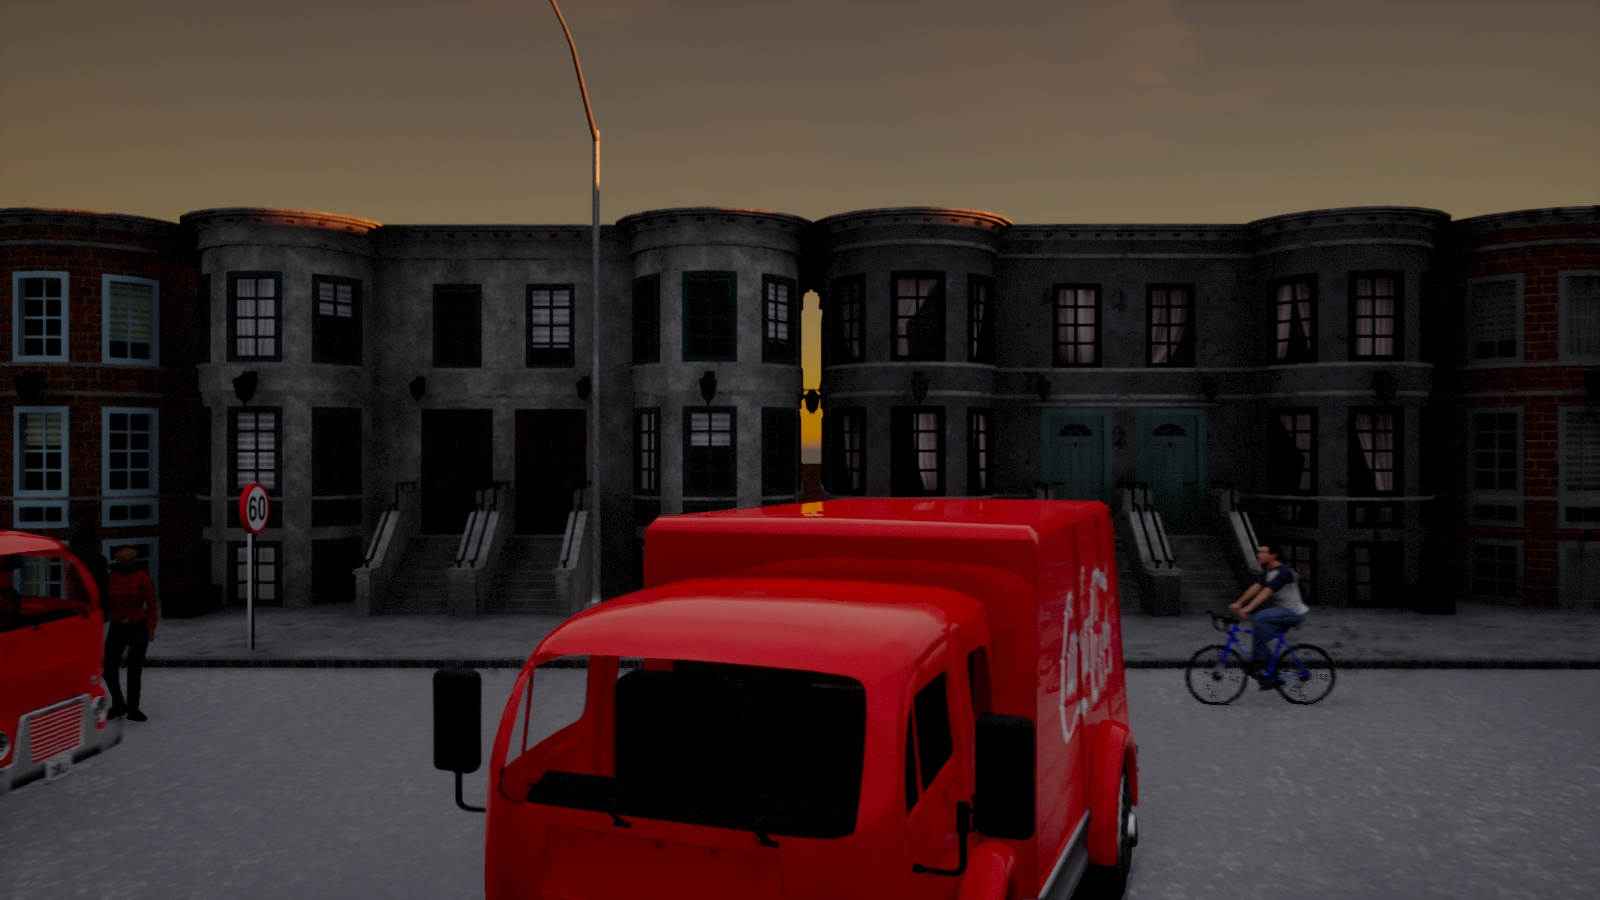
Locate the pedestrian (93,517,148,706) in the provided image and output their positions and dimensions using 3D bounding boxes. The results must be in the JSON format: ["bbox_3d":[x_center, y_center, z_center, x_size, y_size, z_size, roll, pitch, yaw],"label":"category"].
[{"bbox_3d":[-6.918,1.629,11.649,0.375,1.860,0.375,0,0,-11],"label":"pedestrian"}]

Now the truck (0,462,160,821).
[{"bbox_3d":[-8.153,1.354,8.576,5.204,2.467,2.627,0,0,0],"label":"truck"}]

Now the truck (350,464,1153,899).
[{"bbox_3d":[0.416,1.348,6.387,2.627,2.467,5.204,0,0,21],"label":"truck"}]

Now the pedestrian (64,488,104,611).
[{"bbox_3d":[-11.008,1.524,17.577,0.375,1.860,0.375,0,0,2],"label":"pedestrian"}]
